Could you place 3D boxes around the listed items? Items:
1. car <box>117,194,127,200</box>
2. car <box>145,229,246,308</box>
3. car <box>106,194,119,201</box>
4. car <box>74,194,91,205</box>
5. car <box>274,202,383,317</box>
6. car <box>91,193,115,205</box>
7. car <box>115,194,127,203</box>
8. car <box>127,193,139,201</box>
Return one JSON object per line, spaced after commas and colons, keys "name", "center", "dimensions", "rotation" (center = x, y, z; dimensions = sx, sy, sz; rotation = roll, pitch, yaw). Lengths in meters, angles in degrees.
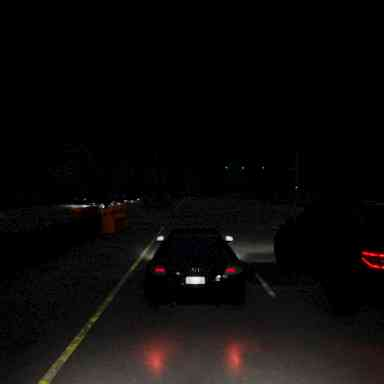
{"name": "car", "center": [-18.250, 1.276, 86.691], "dimensions": [1.895, 1.301, 4.718], "rotation": [0, 0, -3]}
{"name": "car", "center": [0.068, 1.563, 8.004], "dimensions": [1.994, 1.385, 4.181], "rotation": [0, 0, 0]}
{"name": "car", "center": [-17.872, 1.258, 74.971], "dimensions": [1.812, 1.442, 4.674], "rotation": [0, 0, 0]}
{"name": "car", "center": [-17.842, 1.176, 54.950], "dimensions": [2.097, 1.767, 4.553], "rotation": [0, 0, 0]}
{"name": "car", "center": [3.591, 1.220, 7.604], "dimensions": [2.150, 2.045, 5.566], "rotation": [0, 0, -2]}
{"name": "car", "center": [-14.336, 1.333, 53.991], "dimensions": [1.837, 1.490, 4.892], "rotation": [0, 0, 0]}
{"name": "car", "center": [-14.346, 1.308, 64.252], "dimensions": [1.812, 1.442, 4.674], "rotation": [0, 0, 0]}
{"name": "car", "center": [-14.384, 1.079, 77.184], "dimensions": [2.097, 1.767, 4.553], "rotation": [0, 0, 0]}
